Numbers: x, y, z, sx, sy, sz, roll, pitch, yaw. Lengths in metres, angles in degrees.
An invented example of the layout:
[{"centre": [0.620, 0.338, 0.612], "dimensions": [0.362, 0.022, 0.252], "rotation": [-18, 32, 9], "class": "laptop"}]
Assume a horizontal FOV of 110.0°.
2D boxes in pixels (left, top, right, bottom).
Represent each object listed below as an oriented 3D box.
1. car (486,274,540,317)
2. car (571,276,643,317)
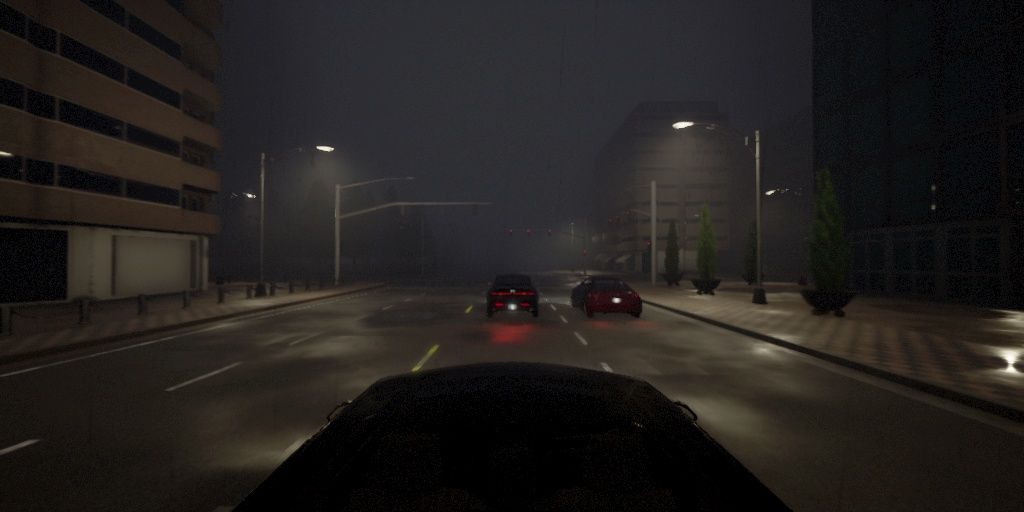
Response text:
[{"centre": [0.045, 1.427, 14.104], "dimensions": [1.837, 1.490, 4.892], "rotation": [0, 0, 1], "class": "car"}, {"centre": [3.545, 1.485, 14.075], "dimensions": [1.994, 1.385, 4.181], "rotation": [0, -1, 1], "class": "car"}]
